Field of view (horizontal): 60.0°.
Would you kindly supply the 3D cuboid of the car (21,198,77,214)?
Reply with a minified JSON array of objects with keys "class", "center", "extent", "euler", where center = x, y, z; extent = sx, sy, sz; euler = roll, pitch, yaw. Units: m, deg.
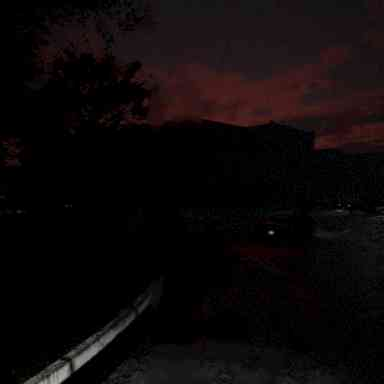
[{"class":"car","center":[-13.772,1.286,32.067],"extent":[5.357,1.411,2.033],"euler":[1,0,17]}]

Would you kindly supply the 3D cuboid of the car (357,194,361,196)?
[{"class":"car","center":[23.271,1.500,52.191],"extent":[2.185,1.767,4.553],"euler":[0,1,-40]}]

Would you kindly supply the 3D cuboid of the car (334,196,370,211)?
[{"class":"car","center":[21.702,1.659,44.995],"extent":[4.892,1.490,1.837],"euler":[-1,2,-40]}]

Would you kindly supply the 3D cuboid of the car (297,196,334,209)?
[{"class":"car","center":[16.913,1.468,46.894],"extent":[2.185,1.767,4.553],"euler":[0,0,-40]}]

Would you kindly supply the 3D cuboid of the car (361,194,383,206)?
[{"class":"car","center":[29.593,1.384,57.532],"extent":[2.435,2.045,5.566],"euler":[0,1,-40]}]

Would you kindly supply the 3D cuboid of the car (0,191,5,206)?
[{"class":"car","center":[-26.909,0.890,45.459],"extent":[2.150,2.045,5.566],"euler":[1,-1,-33]}]

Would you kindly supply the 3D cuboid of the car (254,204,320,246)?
[{"class":"car","center":[4.566,1.551,15.933],"extent":[1.882,1.535,5.008],"euler":[0,0,31]}]
